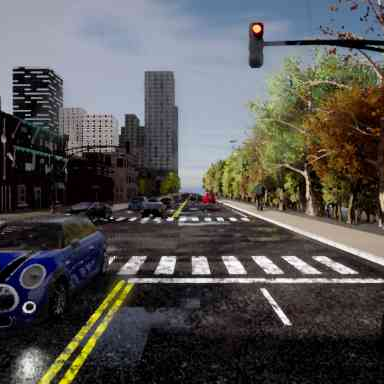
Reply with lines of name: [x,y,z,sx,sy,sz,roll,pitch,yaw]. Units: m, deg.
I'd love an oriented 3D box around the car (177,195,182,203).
car: [-3.171,1.325,67.289,2.097,1.767,4.553,0,0,0]

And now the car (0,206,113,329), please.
car: [-3.338,1.350,7.217,2.097,1.767,4.553,0,0,0]

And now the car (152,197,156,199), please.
car: [-6.501,1.542,57.001,1.994,1.385,4.181,0,0,0]

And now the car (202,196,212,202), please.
car: [3.361,1.522,75.874,1.994,1.385,4.181,0,0,0]

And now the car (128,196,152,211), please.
car: [-6.541,1.338,41.050,2.097,1.767,4.553,0,0,0]

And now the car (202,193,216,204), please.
car: [3.441,1.196,65.290,2.150,2.045,5.566,0,0,1]

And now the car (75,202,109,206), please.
car: [-7.826,1.487,25.050,2.128,1.511,4.902,0,0,17]

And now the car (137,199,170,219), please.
car: [-3.308,1.592,29.100,1.895,1.301,4.718,0,0,0]

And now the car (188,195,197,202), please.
car: [0.115,1.446,76.495,1.882,1.535,5.008,0,0,0]

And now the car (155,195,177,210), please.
car: [-3.287,1.490,43.118,1.837,1.490,4.892,0,0,0]

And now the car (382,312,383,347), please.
car: [3.355,1.491,2.342,2.128,1.511,4.902,0,0,0]

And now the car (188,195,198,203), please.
car: [0.196,1.466,66.188,2.128,1.511,4.902,0,0,0]
